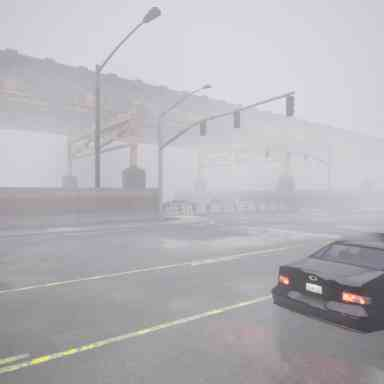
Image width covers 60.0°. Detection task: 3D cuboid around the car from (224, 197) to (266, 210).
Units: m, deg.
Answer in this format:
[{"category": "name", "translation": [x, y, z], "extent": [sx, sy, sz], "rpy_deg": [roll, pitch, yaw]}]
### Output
[{"category": "car", "translation": [6.742, 1.452, 42.495], "extent": [4.974, 1.542, 2.038], "rpy_deg": [0, 0, -8]}]

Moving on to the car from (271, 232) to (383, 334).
[{"category": "car", "translation": [3.937, 1.547, 6.660], "extent": [5.357, 1.411, 2.033], "rpy_deg": [0, 0, -36]}]

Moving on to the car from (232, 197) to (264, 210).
[{"category": "car", "translation": [6.690, 1.295, 42.488], "extent": [4.536, 1.218, 1.853], "rpy_deg": [0, 0, -8]}]

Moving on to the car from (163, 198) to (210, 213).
[{"category": "car", "translation": [-0.848, 1.453, 35.974], "extent": [4.974, 1.542, 2.038], "rpy_deg": [0, 0, 7]}]

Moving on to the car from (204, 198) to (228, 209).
[{"category": "car", "translation": [2.885, 1.295, 38.746], "extent": [1.853, 1.218, 4.536], "rpy_deg": [0, 0, 17]}]

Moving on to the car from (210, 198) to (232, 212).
[{"category": "car", "translation": [2.869, 1.452, 38.696], "extent": [2.038, 1.542, 4.974], "rpy_deg": [0, 0, 17]}]

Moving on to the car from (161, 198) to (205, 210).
[{"category": "car", "translation": [-0.900, 1.295, 35.980], "extent": [4.536, 1.218, 1.853], "rpy_deg": [0, 0, 7]}]
